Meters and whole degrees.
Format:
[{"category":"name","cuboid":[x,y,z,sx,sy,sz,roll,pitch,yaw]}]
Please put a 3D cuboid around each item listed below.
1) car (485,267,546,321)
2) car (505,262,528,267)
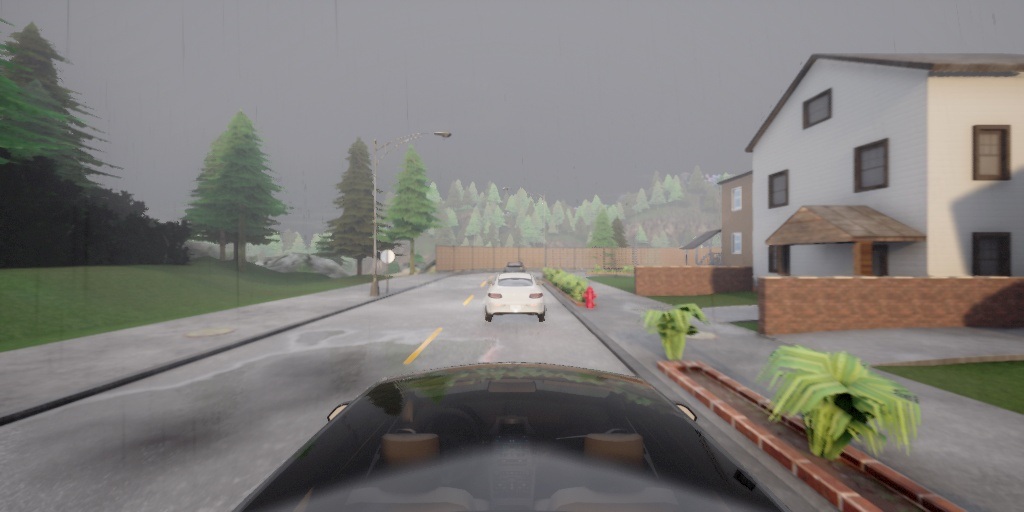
[{"category":"car","cuboid":[0.105,1.276,12.346,1.812,1.442,4.674,0,0,0]},{"category":"car","cuboid":[0.377,1.243,32.567,2.128,1.511,4.902,0,0,4]}]
